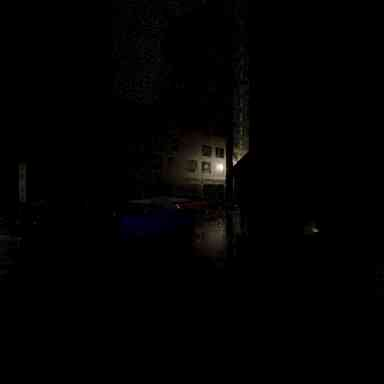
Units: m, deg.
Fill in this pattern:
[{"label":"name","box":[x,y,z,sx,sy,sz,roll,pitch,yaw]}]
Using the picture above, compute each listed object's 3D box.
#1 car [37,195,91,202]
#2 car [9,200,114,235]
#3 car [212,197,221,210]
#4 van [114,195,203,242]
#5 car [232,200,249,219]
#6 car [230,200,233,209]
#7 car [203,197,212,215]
[{"label":"car","box":[-8.360,1.123,20.420,2.192,1.841,5.009,1,1,35]},{"label":"car","box":[-6.646,1.383,18.253,2.033,1.411,5.357,0,1,36]},{"label":"car","box":[1.401,1.166,34.130,1.947,1.339,4.313,1,2,35]},{"label":"van","box":[-1.417,1.208,15.475,1.690,1.788,3.998,1,1,35]},{"label":"car","box":[5.090,1.280,24.614,2.008,1.369,4.403,1,1,35]},{"label":"car","box":[5.844,1.063,35.772,2.128,1.511,4.902,0,1,36]},{"label":"car","box":[-0.671,1.061,26.641,2.097,1.767,4.553,0,1,35]}]
